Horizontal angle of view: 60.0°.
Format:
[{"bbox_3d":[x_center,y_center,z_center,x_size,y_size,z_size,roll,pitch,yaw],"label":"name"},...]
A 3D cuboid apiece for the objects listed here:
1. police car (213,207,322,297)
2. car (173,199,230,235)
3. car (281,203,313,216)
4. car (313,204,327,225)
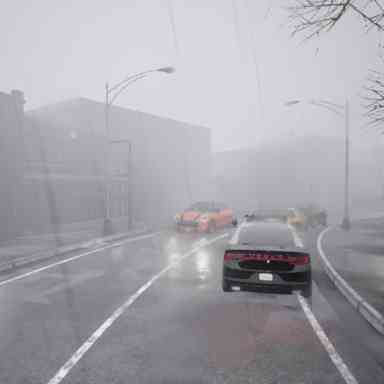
[{"bbox_3d":[1.973,1.427,8.902,1.930,1.638,5.238,0,0,12],"label":"police car"},{"bbox_3d":[0.733,1.324,18.810,2.097,1.767,4.553,1,0,26],"label":"car"},{"bbox_3d":[5.079,1.469,17.783,1.801,1.575,5.366,1,0,26],"label":"car"},{"bbox_3d":[7.775,1.535,22.480,1.837,1.490,4.892,1,0,34],"label":"car"}]
